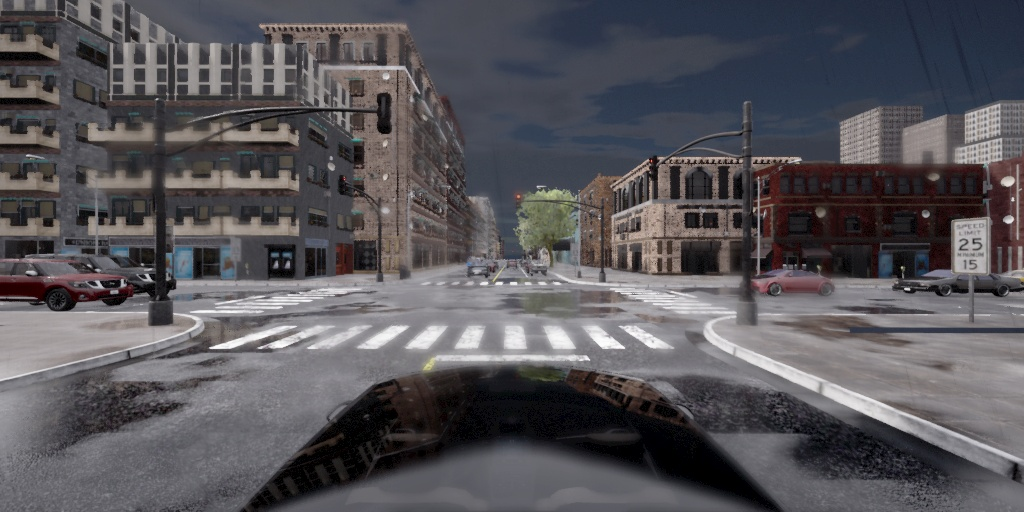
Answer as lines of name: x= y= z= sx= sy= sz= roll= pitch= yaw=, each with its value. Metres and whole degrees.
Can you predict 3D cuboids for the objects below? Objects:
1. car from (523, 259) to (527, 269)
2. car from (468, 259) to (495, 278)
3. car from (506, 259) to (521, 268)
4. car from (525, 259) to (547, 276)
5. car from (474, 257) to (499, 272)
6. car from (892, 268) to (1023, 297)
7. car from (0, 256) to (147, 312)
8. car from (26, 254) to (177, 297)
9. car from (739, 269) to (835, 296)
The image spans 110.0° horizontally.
car: x=2.687 y=1.228 z=42.707 sx=1.967 sy=1.591 sz=4.097 roll=0 pitch=0 yaw=0
car: x=-3.105 y=1.266 z=34.360 sx=2.128 sy=1.511 sz=4.902 roll=0 pitch=0 yaw=0
car: x=-0.005 y=1.319 z=63.366 sx=2.128 sy=1.511 sz=4.902 roll=0 pitch=0 yaw=0
car: x=2.687 y=1.330 z=37.010 sx=2.007 sy=1.370 sz=4.403 roll=0 pitch=0 yaw=0
car: x=-3.102 y=1.143 z=44.254 sx=2.097 sy=1.767 sz=4.553 roll=0 pitch=0 yaw=0
car: x=24.018 y=1.412 z=19.376 sx=5.357 sy=1.411 sz=2.033 roll=0 pitch=0 yaw=0
car: x=-17.278 y=1.013 z=13.289 sx=5.009 sy=1.841 sz=2.192 roll=0 pitch=0 yaw=0
car: x=-18.311 y=0.917 z=15.869 sx=5.566 sy=2.045 sz=2.150 roll=0 pitch=0 yaw=0
car: x=14.717 y=1.387 z=19.308 sx=4.181 sy=1.385 sz=1.994 roll=0 pitch=0 yaw=0
